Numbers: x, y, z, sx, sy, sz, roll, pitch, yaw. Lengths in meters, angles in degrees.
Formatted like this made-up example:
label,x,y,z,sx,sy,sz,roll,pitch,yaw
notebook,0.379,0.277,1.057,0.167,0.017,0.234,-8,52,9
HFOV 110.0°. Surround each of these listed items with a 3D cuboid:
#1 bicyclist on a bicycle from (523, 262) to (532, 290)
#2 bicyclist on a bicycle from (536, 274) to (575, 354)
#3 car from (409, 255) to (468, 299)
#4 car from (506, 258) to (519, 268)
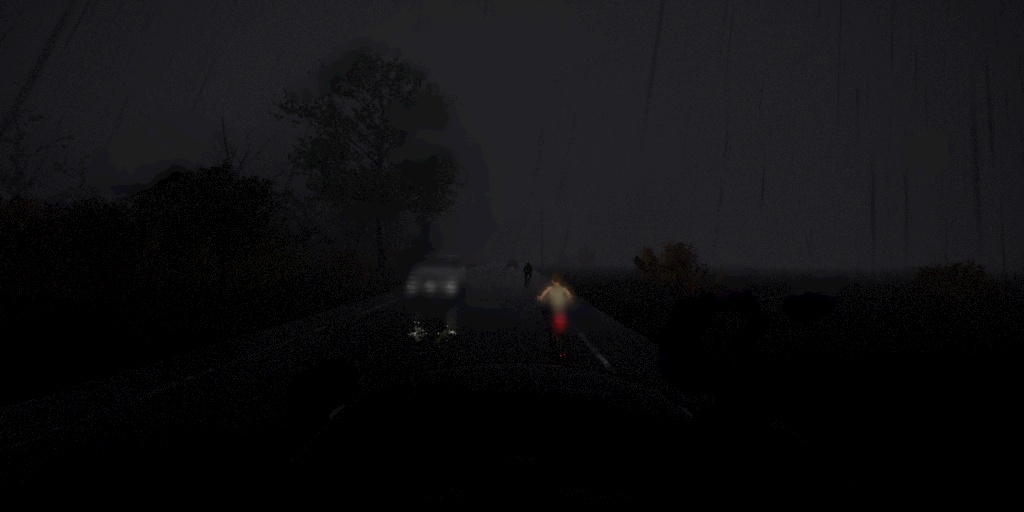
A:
label,x,y,z,sx,sy,sz,roll,pitch,yaw
bicyclist on a bicycle,0.957,1.206,21.501,0.582,1.620,1.656,0,0,0
bicyclist on a bicycle,0.976,1.189,7.787,0.866,1.612,1.509,0,0,0
car,-3.604,0.974,18.615,2.150,2.045,5.566,0,0,0
car,0.087,1.240,62.438,1.837,1.490,4.892,0,-1,0
